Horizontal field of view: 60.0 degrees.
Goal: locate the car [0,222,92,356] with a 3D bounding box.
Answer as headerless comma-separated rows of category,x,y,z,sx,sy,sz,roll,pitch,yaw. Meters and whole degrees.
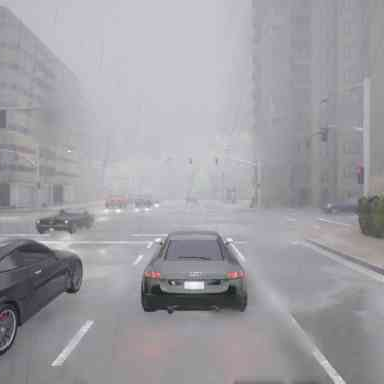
car,-3.462,1.526,5.888,1.812,1.442,4.674,0,0,0

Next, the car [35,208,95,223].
car,-7.147,1.601,19.146,1.895,1.301,4.718,0,0,0

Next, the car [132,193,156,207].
car,-7.222,1.221,50.677,2.150,2.045,5.566,0,0,0

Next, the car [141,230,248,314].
car,0.046,1.564,7.692,1.994,1.385,4.181,0,0,0

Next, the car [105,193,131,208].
car,-10.715,1.221,47.544,2.150,2.045,5.566,0,0,0

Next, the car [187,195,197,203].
car,-0.071,1.352,69.733,2.097,1.767,4.553,0,0,0

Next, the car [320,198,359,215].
car,15.502,1.352,33.736,4.553,1.767,2.097,0,0,1

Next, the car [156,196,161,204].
car,-7.200,1.492,64.501,2.128,1.511,4.902,0,0,0
